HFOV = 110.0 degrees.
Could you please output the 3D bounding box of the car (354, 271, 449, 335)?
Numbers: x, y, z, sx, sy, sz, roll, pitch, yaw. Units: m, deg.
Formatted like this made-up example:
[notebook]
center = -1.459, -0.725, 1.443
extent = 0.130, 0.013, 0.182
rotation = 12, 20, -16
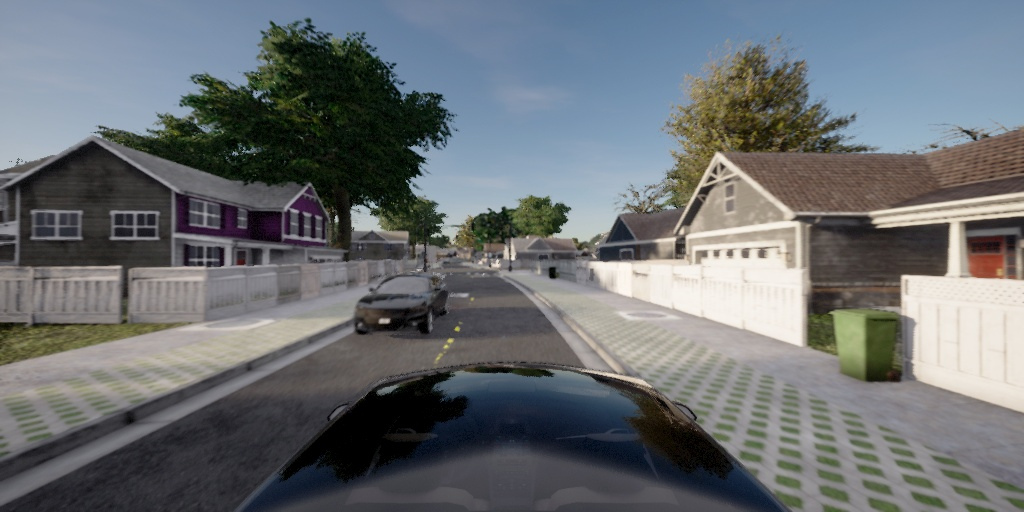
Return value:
[car]
center = -3.114, 1.272, 10.977
extent = 1.882, 1.535, 5.008
rotation = 0, 0, -2
